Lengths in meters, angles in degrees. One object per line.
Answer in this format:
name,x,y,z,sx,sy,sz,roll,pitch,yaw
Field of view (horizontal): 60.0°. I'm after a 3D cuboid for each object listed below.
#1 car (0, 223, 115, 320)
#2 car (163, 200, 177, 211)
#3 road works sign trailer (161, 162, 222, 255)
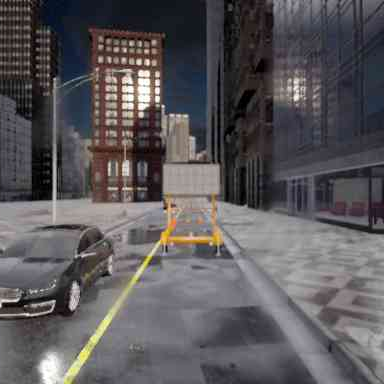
car,-3.112,1.558,7.708,1.837,1.490,4.892,0,0,0
car,-3.173,1.929,48.493,2.033,1.411,5.357,0,-1,0
road works sign trailer,-0.022,0.559,13.652,2.380,3.560,2.880,0,0,0
